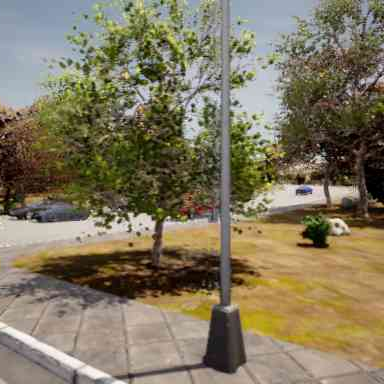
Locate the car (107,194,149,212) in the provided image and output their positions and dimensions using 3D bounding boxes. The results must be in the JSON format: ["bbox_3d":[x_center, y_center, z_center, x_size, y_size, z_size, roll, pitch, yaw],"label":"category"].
[{"bbox_3d":[-6.445,0.961,35.827,2.150,2.045,5.566,0,2,38],"label":"car"}]

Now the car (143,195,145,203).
[{"bbox_3d":[-3.868,1.312,33.436,1.994,1.385,4.181,0,2,38],"label":"car"}]

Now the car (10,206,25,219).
[{"bbox_3d":[-12.609,1.458,27.974,1.837,1.490,4.892,0,1,38],"label":"car"}]

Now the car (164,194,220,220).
[{"bbox_3d":[0.200,1.038,27.012,2.150,2.045,5.566,0,1,39],"label":"car"}]

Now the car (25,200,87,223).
[{"bbox_3d":[-10.052,1.521,25.561,1.994,1.385,4.181,0,1,38],"label":"car"}]

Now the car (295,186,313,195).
[{"bbox_3d":[19.423,-0.300,57.606,1.882,1.535,5.008,0,3,35],"label":"car"}]
